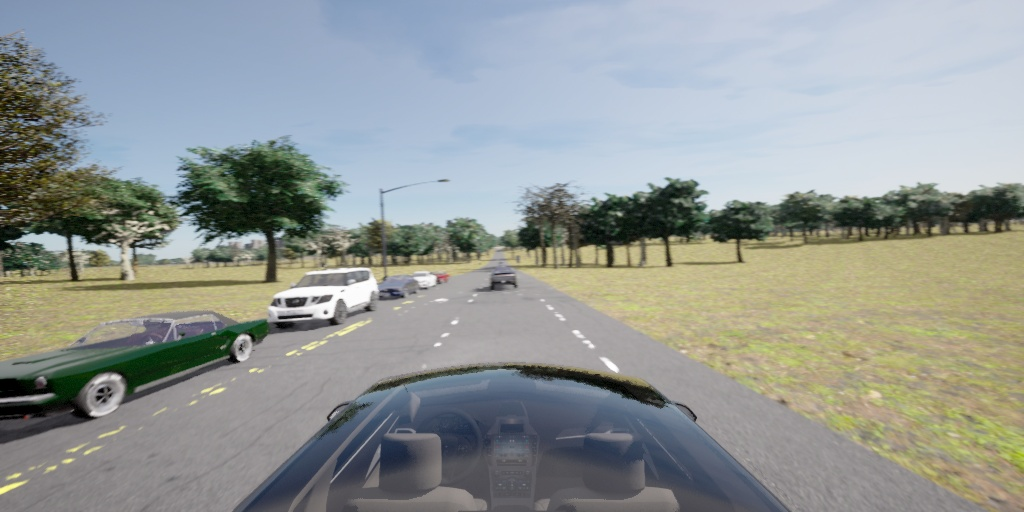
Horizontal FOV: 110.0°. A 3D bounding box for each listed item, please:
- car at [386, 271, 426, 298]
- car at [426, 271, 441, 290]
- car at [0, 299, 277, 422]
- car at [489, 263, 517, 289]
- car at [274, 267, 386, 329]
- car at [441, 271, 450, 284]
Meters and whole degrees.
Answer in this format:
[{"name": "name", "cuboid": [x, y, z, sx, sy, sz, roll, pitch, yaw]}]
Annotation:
[{"name": "car", "cuboid": [-7.533, 1.986, 23.915, 2.033, 1.411, 5.357, -3, -1, -1]}, {"name": "car", "cuboid": [-7.637, 2.043, 30.302, 1.812, 1.442, 4.674, -3, -1, -1]}, {"name": "car", "cuboid": [-7.030, 1.824, 6.866, 1.895, 1.301, 4.718, -3, -1, -2]}, {"name": "car", "cuboid": [-0.648, 1.549, 26.503, 2.128, 1.511, 4.902, -3, -1, -2]}, {"name": "car", "cuboid": [-7.283, 1.541, 14.594, 2.150, 2.045, 5.566, -3, 0, -2]}, {"name": "car", "cuboid": [-7.640, 2.190, 36.337, 1.895, 1.301, 4.718, -3, -1, 2]}]
